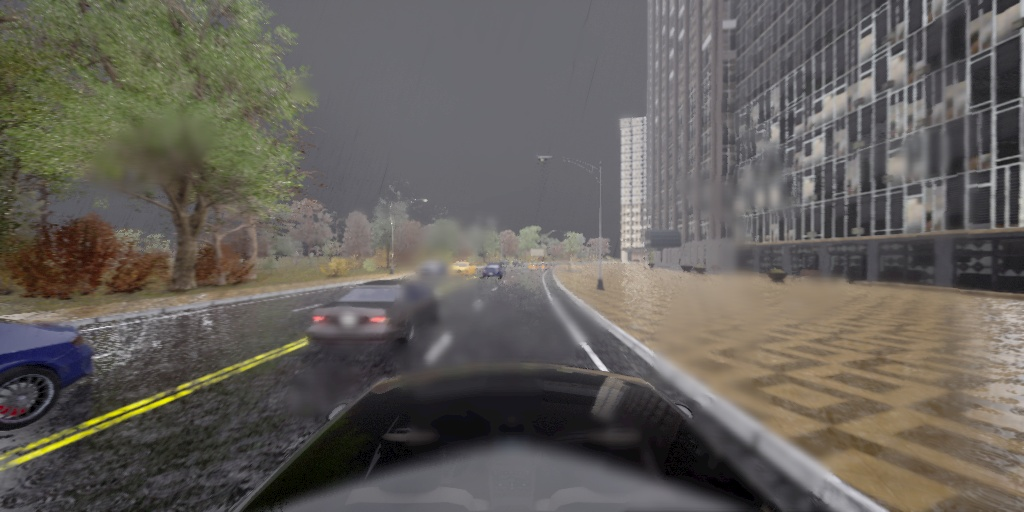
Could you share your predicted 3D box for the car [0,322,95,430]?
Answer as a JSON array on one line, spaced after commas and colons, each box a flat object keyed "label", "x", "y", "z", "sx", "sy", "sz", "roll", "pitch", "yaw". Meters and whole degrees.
[{"label": "car", "x": -6.538, "y": 1.250, "z": 2.868, "sx": 1.812, "sy": 1.442, "sz": 4.674, "roll": 0, "pitch": 0, "yaw": 0}]

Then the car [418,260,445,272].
[{"label": "car", "x": -8.125, "y": 1.207, "z": 37.334, "sx": 2.097, "sy": 1.767, "sz": 4.553, "roll": 0, "pitch": 0, "yaw": 6}]

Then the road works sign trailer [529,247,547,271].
[{"label": "road works sign trailer", "x": 3.910, "y": 0.455, "z": 55.606, "sx": 2.380, "sy": 3.560, "sz": 2.880, "roll": 0, "pitch": 0, "yaw": 9}]

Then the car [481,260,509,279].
[{"label": "car", "x": -1.707, "y": 1.400, "z": 34.344, "sx": 1.812, "sy": 1.442, "sz": 4.674, "roll": 0, "pitch": 0, "yaw": 5}]

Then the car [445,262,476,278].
[{"label": "car", "x": -4.933, "y": 1.346, "z": 36.637, "sx": 1.882, "sy": 1.535, "sz": 5.008, "roll": 0, "pitch": 0, "yaw": 6}]

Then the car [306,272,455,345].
[{"label": "car", "x": -3.120, "y": 1.315, "z": 9.502, "sx": 2.033, "sy": 1.411, "sz": 5.357, "roll": 0, "pitch": 0, "yaw": 2}]
